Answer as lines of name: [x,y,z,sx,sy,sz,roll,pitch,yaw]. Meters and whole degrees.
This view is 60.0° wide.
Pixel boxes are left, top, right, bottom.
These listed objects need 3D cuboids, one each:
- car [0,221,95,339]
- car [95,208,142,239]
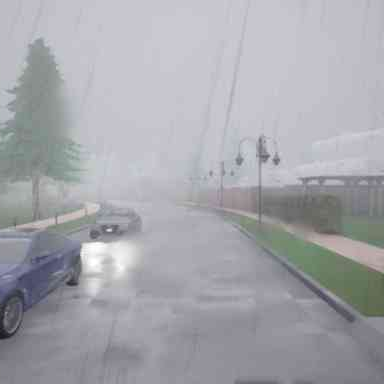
car: [-3.626,1.499,6.669,1.812,1.442,4.674,0,0,0]
car: [-3.677,1.496,16.701,1.994,1.385,4.181,0,0,-1]
